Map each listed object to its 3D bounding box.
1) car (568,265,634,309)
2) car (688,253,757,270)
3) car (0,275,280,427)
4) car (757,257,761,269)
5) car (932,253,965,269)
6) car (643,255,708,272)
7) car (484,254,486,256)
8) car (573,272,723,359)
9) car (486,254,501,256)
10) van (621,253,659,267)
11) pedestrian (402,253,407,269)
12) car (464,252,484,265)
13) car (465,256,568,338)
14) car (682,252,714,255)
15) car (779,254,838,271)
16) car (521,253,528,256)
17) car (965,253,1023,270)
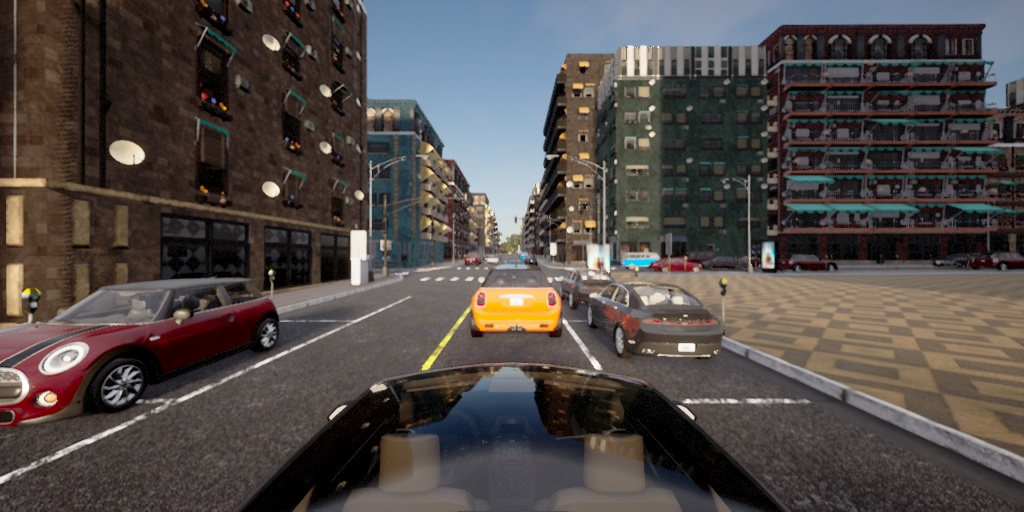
[{"bbox_3d":[2.823,1.140,13.559,2.007,1.370,4.403,0,0,0],"label":"car"},{"bbox_3d":[20.878,0.687,35.919,5.357,1.411,2.033,0,0,0],"label":"car"},{"bbox_3d":[-5.819,1.135,5.756,1.967,1.591,4.097,0,0,0],"label":"car"},{"bbox_3d":[24.833,0.657,38.477,4.507,1.381,1.888,0,0,0],"label":"car"},{"bbox_3d":[44.953,0.453,35.681,4.902,1.511,2.128,0,0,1],"label":"car"},{"bbox_3d":[13.714,0.769,30.179,4.207,1.307,1.802,0,0,0],"label":"car"},{"bbox_3d":[-5.678,0.547,57.361,1.888,1.381,4.507,0,0,0],"label":"car"},{"bbox_3d":[2.822,1.216,7.989,2.007,1.370,4.403,0,0,0],"label":"car"},{"bbox_3d":[-3.058,0.598,57.709,1.895,1.301,4.718,0,1,0],"label":"car"},{"bbox_3d":[13.778,0.537,38.560,3.998,1.789,1.690,0,0,0],"label":"van"},{"bbox_3d":[-12.521,0.545,41.705,0.375,1.860,0.375,0,0,0],"label":"pedestrian"},{"bbox_3d":[-5.679,0.391,51.790,2.192,1.841,5.009,0,0,0],"label":"car"},{"bbox_3d":[0.099,0.991,9.957,2.097,1.767,4.553,0,1,0],"label":"car"},{"bbox_3d":[19.305,0.469,38.519,5.009,1.841,2.192,0,0,0],"label":"car"},{"bbox_3d":[24.769,0.543,30.096,4.097,1.591,1.967,0,0,0],"label":"car"},{"bbox_3d":[2.701,0.643,51.748,1.948,1.339,4.313,0,0,0],"label":"car"},{"bbox_3d":[41.350,0.421,29.972,4.097,1.591,1.967,0,0,0],"label":"car"}]
